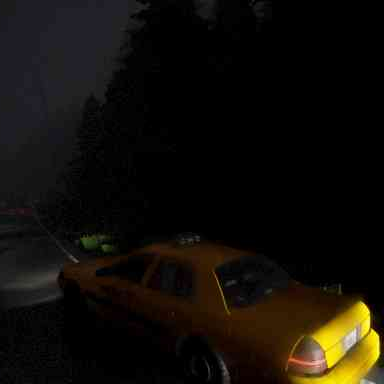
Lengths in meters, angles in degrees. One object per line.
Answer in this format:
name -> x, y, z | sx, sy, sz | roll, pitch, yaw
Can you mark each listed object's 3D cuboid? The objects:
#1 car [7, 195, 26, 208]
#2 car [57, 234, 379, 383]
car -> -21.097, 1.059, 40.092 | 2.128, 1.511, 4.902 | -2, 2, -26
car -> -0.255, 1.417, 5.093 | 5.366, 1.575, 1.801 | 1, 1, 44
